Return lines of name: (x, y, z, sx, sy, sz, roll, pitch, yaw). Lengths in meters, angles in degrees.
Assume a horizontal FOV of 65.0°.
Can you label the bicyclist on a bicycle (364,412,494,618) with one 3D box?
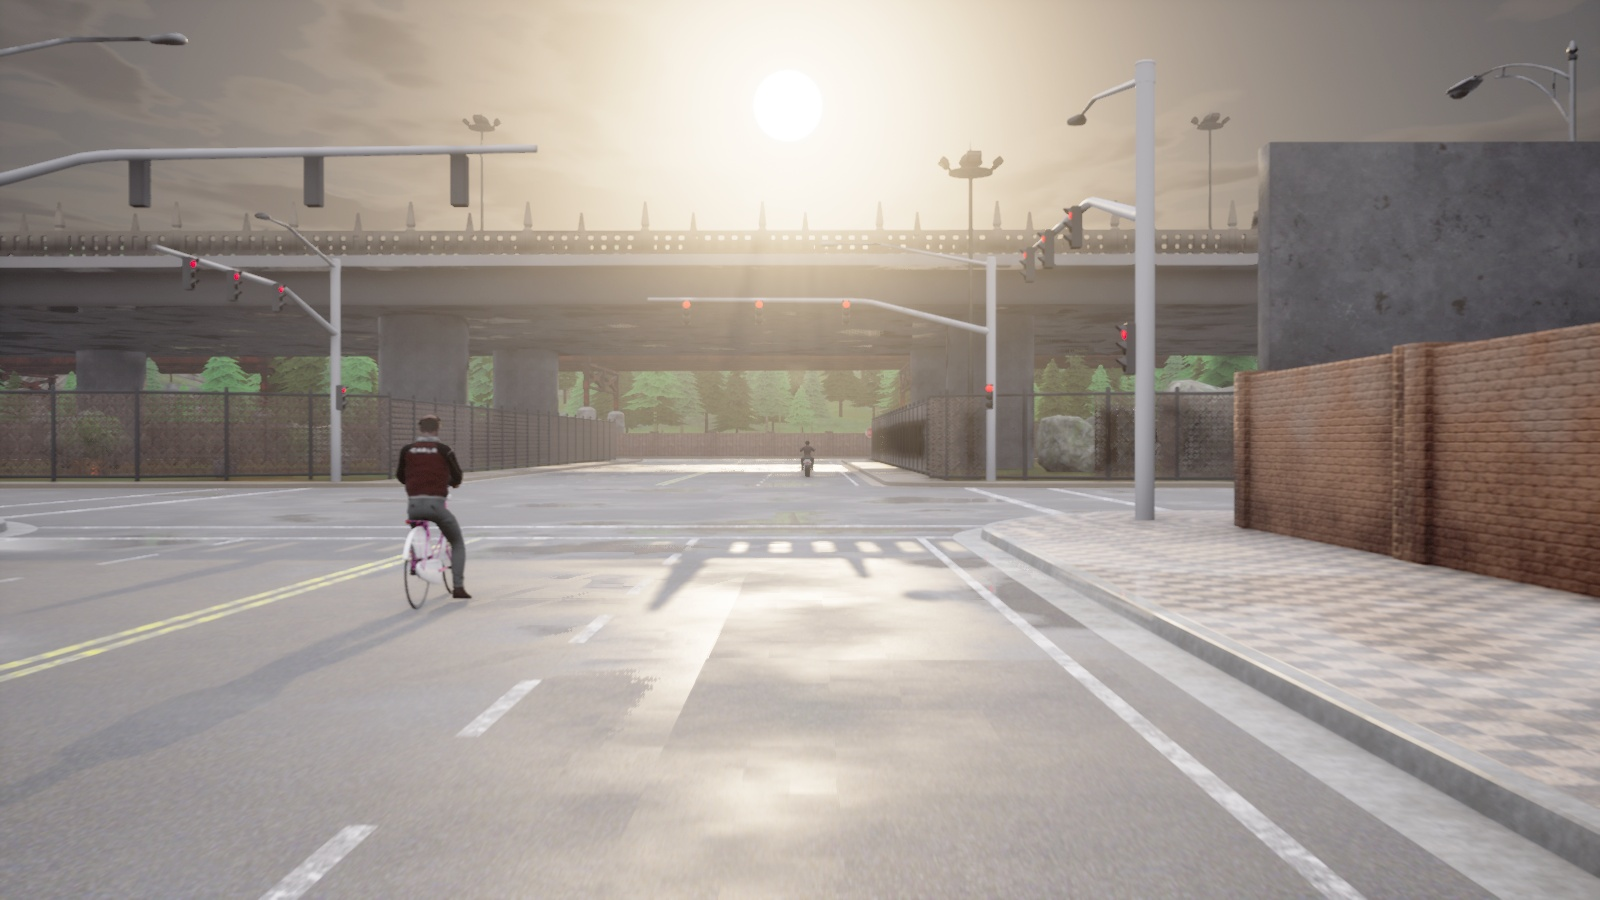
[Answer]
bicyclist on a bicycle: (-3.418, 0.548, 11.727, 0.659, 1.776, 1.843, 0, 1, 0)
